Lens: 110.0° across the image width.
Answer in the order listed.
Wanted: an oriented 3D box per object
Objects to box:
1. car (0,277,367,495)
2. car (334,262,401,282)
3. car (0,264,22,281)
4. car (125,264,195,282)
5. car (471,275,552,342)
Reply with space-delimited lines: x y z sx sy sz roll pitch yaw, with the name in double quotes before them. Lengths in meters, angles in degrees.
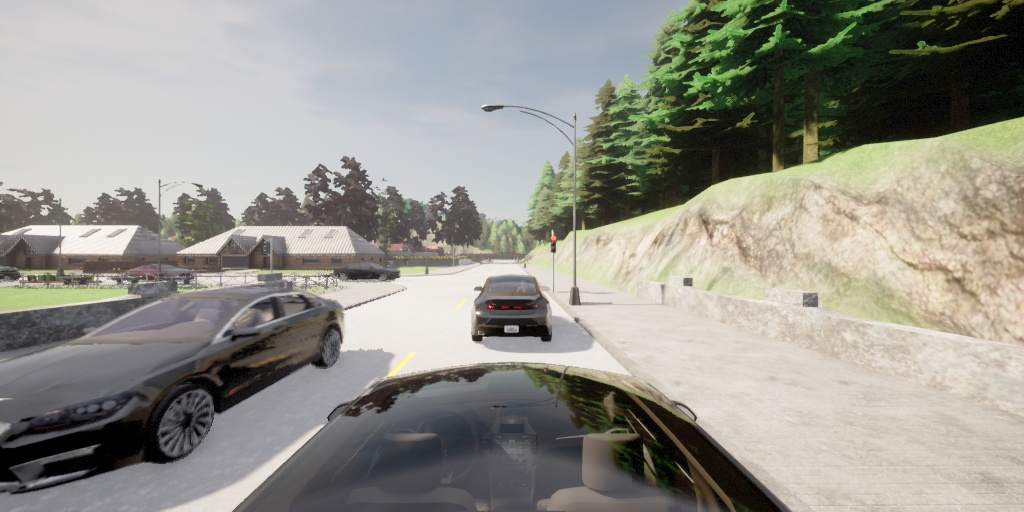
"car" -4.118 1.241 5.019 2.128 1.511 4.902 0 0 0
"car" -11.281 1.227 28.071 5.008 1.535 1.882 0 0 3
"car" -41.548 1.106 27.980 4.553 1.767 2.097 0 0 0
"car" -27.453 1.313 28.086 4.181 1.385 1.994 0 0 0
"car" -0.009 1.255 9.792 1.837 1.490 4.892 0 0 0
